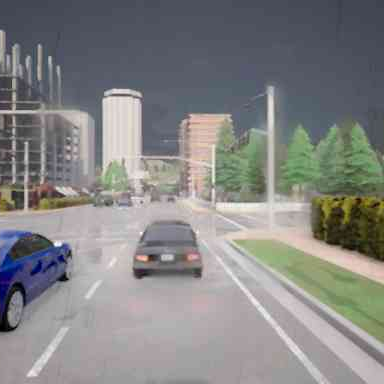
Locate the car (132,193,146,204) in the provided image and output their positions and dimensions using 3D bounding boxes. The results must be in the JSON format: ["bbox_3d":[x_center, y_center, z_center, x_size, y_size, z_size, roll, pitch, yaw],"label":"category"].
[{"bbox_3d":[-11.344,1.393,68.129,2.150,2.045,5.566,0,0,-4],"label":"car"}]

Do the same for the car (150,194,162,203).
[{"bbox_3d":[-8.358,1.400,76.412,2.150,2.045,5.566,0,0,-4],"label":"car"}]

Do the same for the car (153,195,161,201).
[{"bbox_3d":[-8.957,1.555,85.933,1.812,1.442,4.674,0,0,-4],"label":"car"}]

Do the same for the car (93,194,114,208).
[{"bbox_3d":[-13.931,1.361,52.410,2.150,2.045,5.566,0,0,-3],"label":"car"}]

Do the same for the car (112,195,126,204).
[{"bbox_3d":[-14.840,1.529,67.964,2.097,1.767,4.553,0,0,-4],"label":"car"}]

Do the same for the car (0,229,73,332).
[{"bbox_3d":[-3.927,1.499,6.819,1.882,1.535,5.008,0,0,-4],"label":"car"}]

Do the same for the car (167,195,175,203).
[{"bbox_3d":[-4.885,1.671,76.951,1.837,1.490,4.892,0,0,-4],"label":"car"}]

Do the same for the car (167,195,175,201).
[{"bbox_3d":[-5.464,1.526,86.153,1.837,1.490,4.892,0,0,-4],"label":"car"}]

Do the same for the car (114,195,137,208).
[{"bbox_3d":[-10.416,1.680,52.261,2.033,1.411,5.357,0,0,-3],"label":"car"}]

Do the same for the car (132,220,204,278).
[{"bbox_3d":[-0.701,1.571,10.199,2.033,1.411,5.357,0,0,-3],"label":"car"}]
